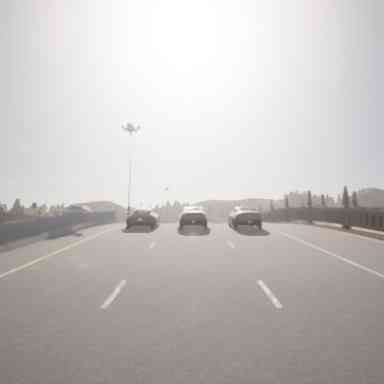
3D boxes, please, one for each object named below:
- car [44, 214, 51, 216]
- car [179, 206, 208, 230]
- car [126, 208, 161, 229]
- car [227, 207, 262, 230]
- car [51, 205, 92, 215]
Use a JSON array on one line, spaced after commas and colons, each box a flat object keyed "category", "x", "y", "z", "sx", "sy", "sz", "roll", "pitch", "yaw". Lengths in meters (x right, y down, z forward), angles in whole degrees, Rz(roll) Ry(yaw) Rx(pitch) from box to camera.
[{"category": "car", "x": -14.090, "y": 2.639, "z": 35.747, "sx": 1.895, "sy": 1.301, "sz": 4.718, "roll": 0, "pitch": -5, "yaw": 0}, {"category": "car", "x": 0.099, "y": 1.753, "z": 23.191, "sx": 2.128, "sy": 1.511, "sz": 4.902, "roll": 0, "pitch": -2, "yaw": 0}, {"category": "car", "x": -3.401, "y": 1.847, "z": 23.793, "sx": 1.994, "sy": 1.385, "sz": 4.181, "roll": 0, "pitch": -2, "yaw": 0}, {"category": "car", "x": 3.599, "y": 1.752, "z": 23.161, "sx": 2.128, "sy": 1.511, "sz": 4.902, "roll": 0, "pitch": -2, "yaw": 0}, {"category": "car", "x": -10.593, "y": 1.972, "z": 30.345, "sx": 2.097, "sy": 1.767, "sz": 4.553, "roll": 0, "pitch": -4, "yaw": 0}]
